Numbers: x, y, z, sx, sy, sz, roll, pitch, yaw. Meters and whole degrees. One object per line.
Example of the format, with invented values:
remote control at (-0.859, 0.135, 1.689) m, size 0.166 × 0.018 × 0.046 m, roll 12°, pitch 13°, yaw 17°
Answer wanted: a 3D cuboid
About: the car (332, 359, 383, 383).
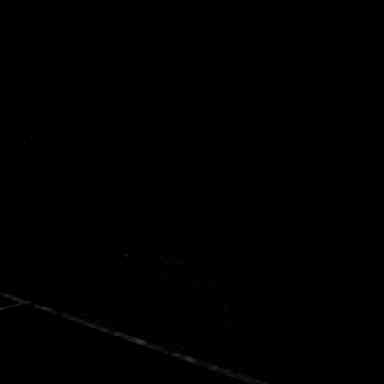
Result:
car at (2.380, 1.427, 1.148) m, size 4.097 × 1.590 × 1.967 m, roll -1°, pitch 0°, yaw 36°
